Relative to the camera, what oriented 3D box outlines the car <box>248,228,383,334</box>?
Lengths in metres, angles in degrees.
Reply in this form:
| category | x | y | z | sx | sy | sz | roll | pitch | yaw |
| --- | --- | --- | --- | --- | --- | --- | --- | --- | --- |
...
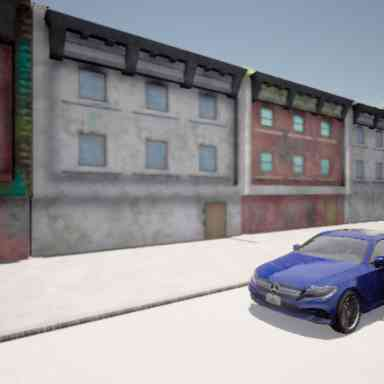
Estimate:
| category | x | y | z | sx | sy | sz | roll | pitch | yaw |
| --- | --- | --- | --- | --- | --- | --- | --- | --- | --- |
| car | 3.259 | 1.525 | 6.878 | 4.674 | 1.442 | 1.812 | 0 | 0 | -35 |
